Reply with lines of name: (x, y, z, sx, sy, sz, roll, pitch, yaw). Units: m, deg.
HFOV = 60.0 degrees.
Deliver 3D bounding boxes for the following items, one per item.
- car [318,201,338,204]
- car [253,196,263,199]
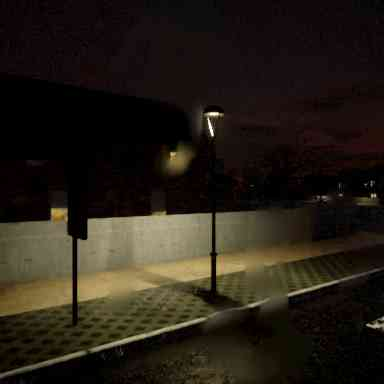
car: (14.994, 1.639, 36.828, 1.994, 1.385, 4.181, 0, 0, 0)
car: (14.962, 1.608, 75.983, 2.097, 1.767, 4.553, 0, 0, 0)
